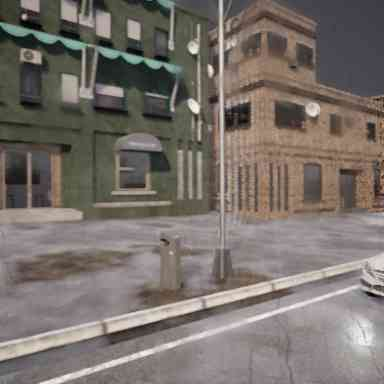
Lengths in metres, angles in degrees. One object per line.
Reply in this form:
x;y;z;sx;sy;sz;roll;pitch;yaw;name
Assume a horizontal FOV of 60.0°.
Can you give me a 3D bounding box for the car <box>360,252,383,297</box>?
5.646;1.522;7.404;4.674;1.442;1.812;0;0;-35;car
